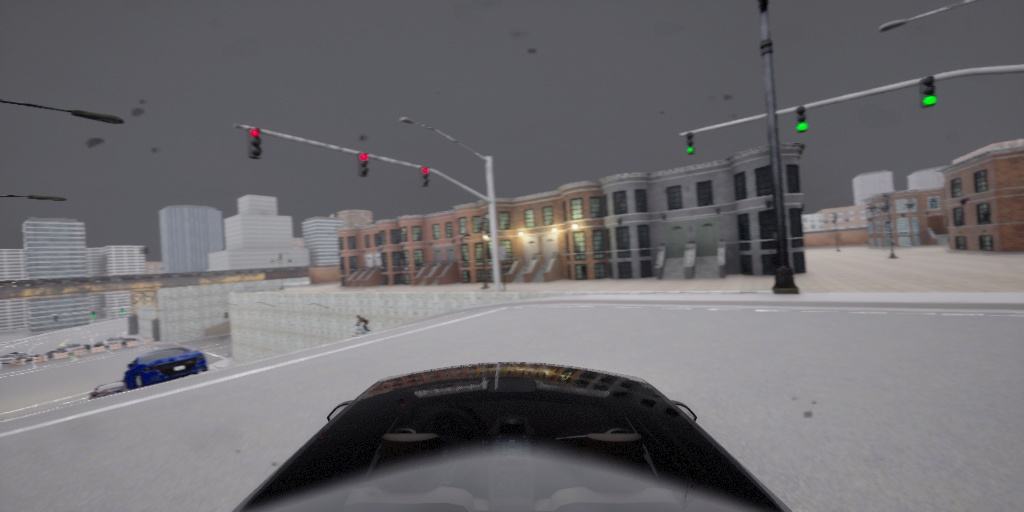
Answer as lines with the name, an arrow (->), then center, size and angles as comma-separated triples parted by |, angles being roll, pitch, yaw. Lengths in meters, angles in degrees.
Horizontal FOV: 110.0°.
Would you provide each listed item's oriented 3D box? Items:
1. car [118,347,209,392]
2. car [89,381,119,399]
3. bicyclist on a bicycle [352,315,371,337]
car -> -13.979, 4.494, 14.401 | 5.008, 1.535, 1.882 | -20, -9, 35
car -> -24.683, 8.540, 22.184 | 4.674, 1.442, 1.812 | -21, -10, 34
bicyclist on a bicycle -> -10.650, 4.984, 25.507 | 0.582, 1.620, 1.656 | -19, -9, 37
